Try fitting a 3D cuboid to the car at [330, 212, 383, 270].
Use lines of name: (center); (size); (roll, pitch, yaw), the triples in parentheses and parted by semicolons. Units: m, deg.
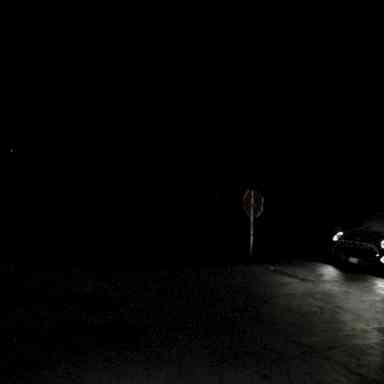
car: (6.720, 1.462, 11.006); (4.553, 1.767, 2.097); (1, 1, -31)
